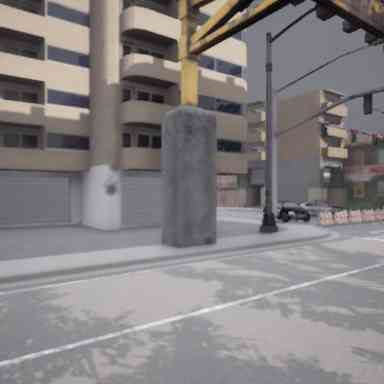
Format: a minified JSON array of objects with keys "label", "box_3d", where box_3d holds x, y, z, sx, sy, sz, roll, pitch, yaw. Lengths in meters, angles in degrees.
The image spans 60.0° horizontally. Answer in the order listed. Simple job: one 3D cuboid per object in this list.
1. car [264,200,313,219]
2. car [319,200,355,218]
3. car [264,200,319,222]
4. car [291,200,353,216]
[{"label":"car","box_3d":[7.370,1.289,25.889,1.853,1.218,4.536,0,0,-11]},{"label":"car","box_3d":[10.954,1.446,27.989,4.974,1.542,2.038,0,0,34]},{"label":"car","box_3d":[7.380,1.447,25.838,2.038,1.542,4.974,0,0,-11]},{"label":"car","box_3d":[10.911,1.288,28.018,4.536,1.218,1.853,0,0,34]}]
